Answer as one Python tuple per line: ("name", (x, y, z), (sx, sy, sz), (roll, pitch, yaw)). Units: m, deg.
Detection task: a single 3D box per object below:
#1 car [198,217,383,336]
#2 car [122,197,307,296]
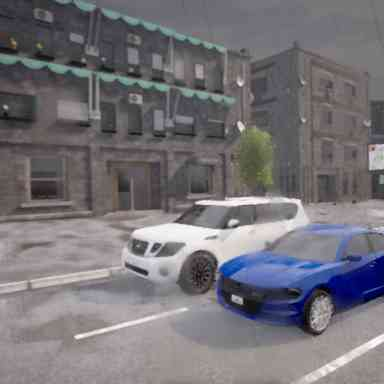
("car", (2.741, 1.435, 6.807), (5.008, 1.535, 1.882), (-1, 0, -36))
("car", (0.963, 1.182, 8.970), (5.566, 2.045, 2.150), (0, 0, -36))
